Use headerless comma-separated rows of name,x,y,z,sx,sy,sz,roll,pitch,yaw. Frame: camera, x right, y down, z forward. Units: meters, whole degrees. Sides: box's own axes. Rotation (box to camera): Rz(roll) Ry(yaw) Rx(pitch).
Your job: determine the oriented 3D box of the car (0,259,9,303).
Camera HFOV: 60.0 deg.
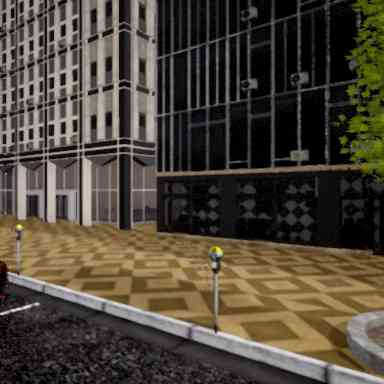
car,-5.374,1.550,6.711,4.313,1.339,1.947,0,0,35
